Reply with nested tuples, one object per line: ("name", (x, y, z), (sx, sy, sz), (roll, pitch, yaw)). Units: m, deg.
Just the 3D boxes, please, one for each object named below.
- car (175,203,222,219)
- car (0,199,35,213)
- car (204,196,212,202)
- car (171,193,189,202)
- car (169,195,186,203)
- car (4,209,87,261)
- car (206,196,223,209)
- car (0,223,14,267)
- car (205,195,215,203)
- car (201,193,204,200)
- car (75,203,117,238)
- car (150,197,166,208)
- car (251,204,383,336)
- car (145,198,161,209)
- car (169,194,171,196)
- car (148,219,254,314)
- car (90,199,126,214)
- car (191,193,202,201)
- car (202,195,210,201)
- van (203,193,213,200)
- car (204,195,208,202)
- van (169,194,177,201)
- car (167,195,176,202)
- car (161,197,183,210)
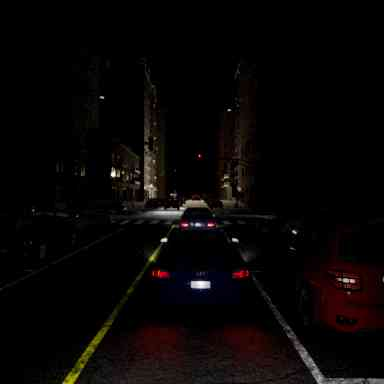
("car", (0.276, 1.552, 17.799), (2.033, 1.411, 5.357), (0, 0, 0))
("car", (-16.412, 1.342, 29.303), (4.902, 1.511, 2.128), (1, -1, 1))
("car", (3.700, 1.608, 78.912), (1.802, 1.307, 4.206), (1, 0, 1))
("car", (-2.256, 1.369, 62.272), (2.097, 1.767, 4.553), (0, 0, 1))
("car", (-2.411, 1.614, 52.631), (1.895, 1.301, 4.718), (0, 0, 1))
("car", (-5.698, 1.547, 12.354), (1.887, 1.381, 4.507), (1, 0, 1))
("car", (3.255, 1.593, 44.874), (1.802, 1.307, 4.206), (1, 0, 1))
("car", (-5.773, 1.526, 6.560), (1.752, 1.417, 4.829), (1, 0, 1))
("car", (3.329, 1.594, 50.547), (1.802, 1.307, 4.206), (1, 0, 1))
("car", (3.554, 1.335, 67.566), (2.192, 1.841, 5.009), (1, 0, 1))
("car", (-5.626, 1.529, 17.808), (1.752, 1.417, 4.829), (1, 0, 1))
("car", (-5.196, 1.557, 50.668), (1.887, 1.381, 4.507), (1, 0, 1))
("car", (2.756, 1.316, 6.609), (2.192, 1.841, 5.009), (1, 0, 1))
("car", (-5.270, 1.555, 44.995), (1.887, 1.381, 4.507), (1, 0, 1))
("car", (-4.973, 1.601, 67.685), (1.802, 1.307, 4.206), (1, 0, 1))
("car", (0.178, 1.566, 7.736), (1.994, 1.385, 4.181), (0, 0, 1))
("car", (-8.889, 1.442, 32.366), (4.902, 1.511, 2.128), (1, -1, 1))
("car", (1.103, 1.508, 84.820), (1.882, 1.535, 5.008), (0, 0, 1))
("car", (3.849, 1.599, 90.257), (1.947, 1.339, 4.313), (1, 0, 1))
("van", (3.480, 1.358, 61.894), (1.690, 1.788, 3.998), (1, 0, 1))
("car", (3.403, 1.597, 56.220), (1.802, 1.307, 4.206), (1, 0, 1))
("van", (-4.748, 1.371, 84.702), (1.690, 1.788, 3.998), (1, 0, 1))
("car", (-4.823, 1.466, 79.030), (1.967, 1.590, 4.097), (1, 0, 1))
("car", (-2.541, 1.611, 43.200), (1.895, 1.301, 4.718), (0, 0, 1))
